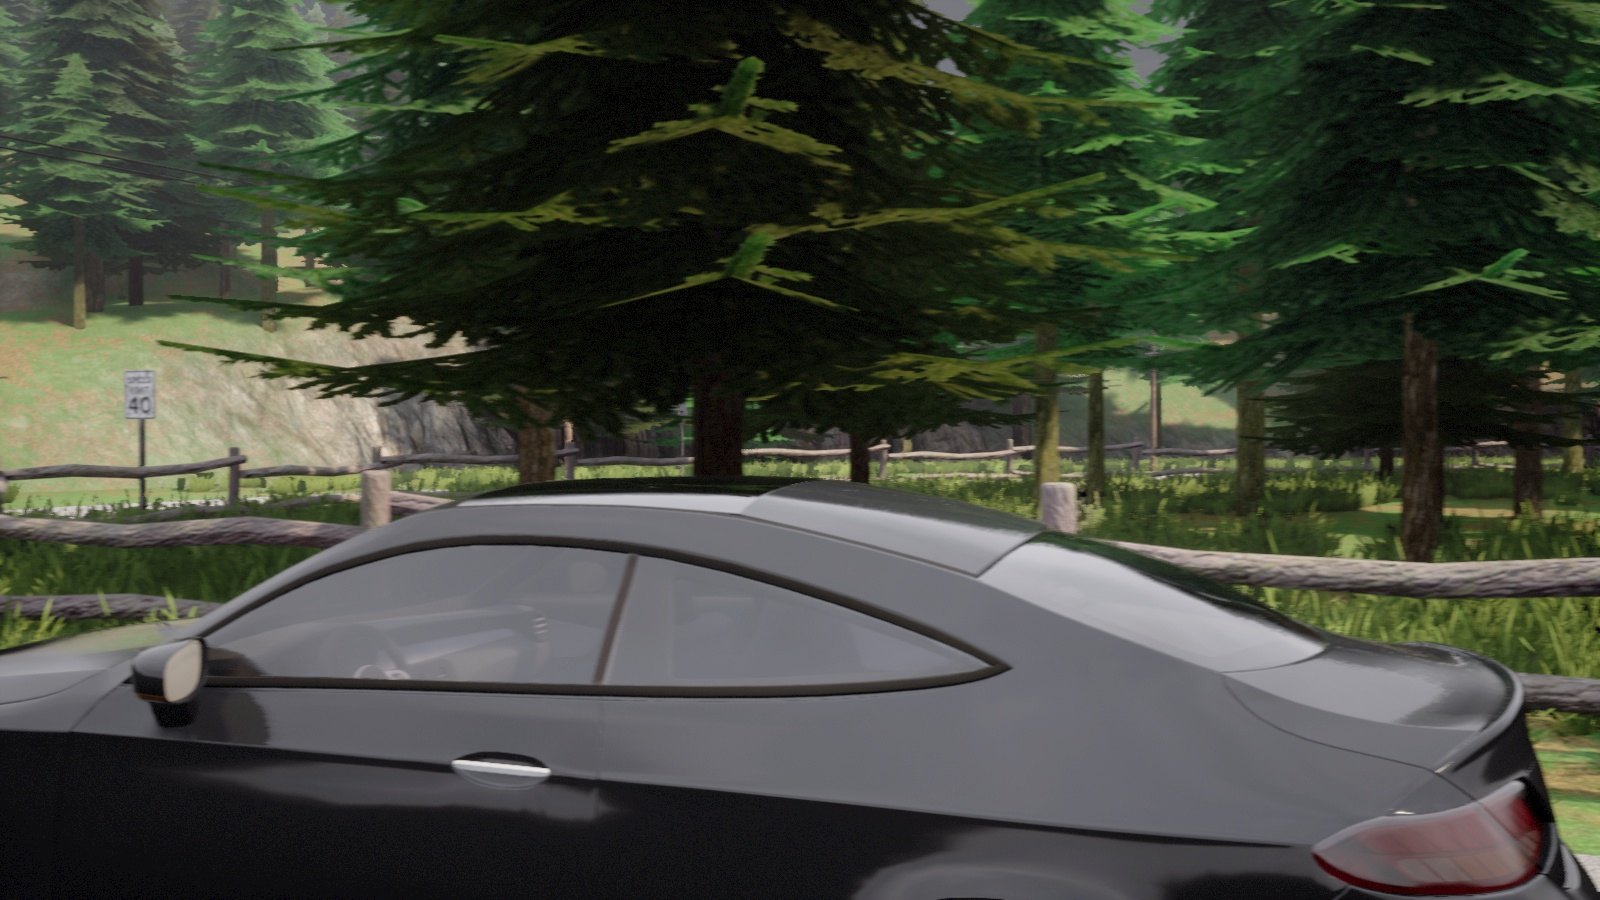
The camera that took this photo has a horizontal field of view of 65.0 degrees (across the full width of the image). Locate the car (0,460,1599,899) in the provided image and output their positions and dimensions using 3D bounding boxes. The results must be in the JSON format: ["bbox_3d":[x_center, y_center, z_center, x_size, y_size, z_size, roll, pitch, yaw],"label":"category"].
[{"bbox_3d":[-0.617,0.794,3.434,4.674,1.442,1.812,1,1,19],"label":"car"}]
